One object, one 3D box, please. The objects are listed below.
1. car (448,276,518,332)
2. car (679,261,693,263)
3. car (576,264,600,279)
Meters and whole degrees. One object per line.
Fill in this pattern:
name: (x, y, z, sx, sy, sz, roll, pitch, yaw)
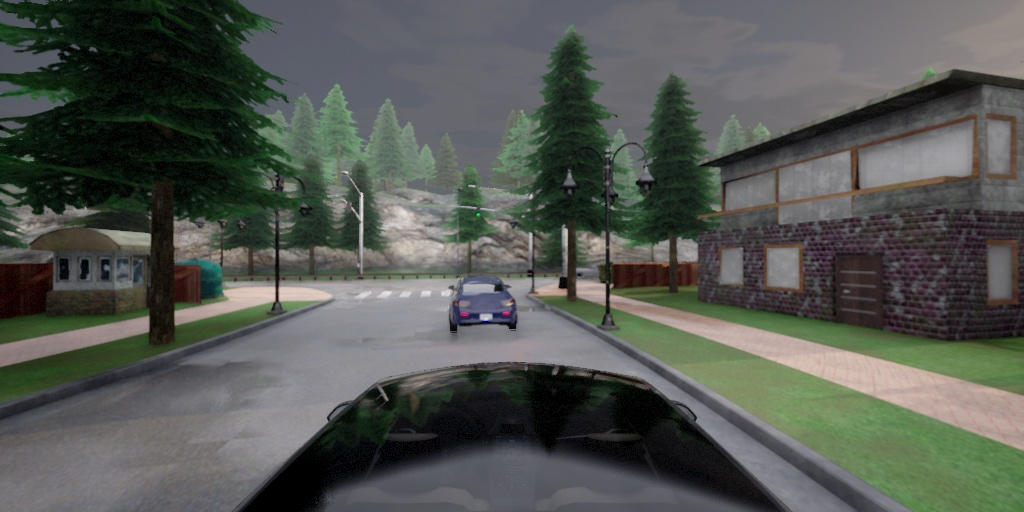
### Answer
car: (-0.964, 1.328, 11.046, 1.812, 1.442, 4.674, 0, 0, -8)
car: (16.133, 1.254, 33.701, 4.902, 1.511, 2.128, 0, 0, -12)
car: (7.060, 1.358, 31.796, 4.718, 1.301, 1.895, 0, 0, -12)
